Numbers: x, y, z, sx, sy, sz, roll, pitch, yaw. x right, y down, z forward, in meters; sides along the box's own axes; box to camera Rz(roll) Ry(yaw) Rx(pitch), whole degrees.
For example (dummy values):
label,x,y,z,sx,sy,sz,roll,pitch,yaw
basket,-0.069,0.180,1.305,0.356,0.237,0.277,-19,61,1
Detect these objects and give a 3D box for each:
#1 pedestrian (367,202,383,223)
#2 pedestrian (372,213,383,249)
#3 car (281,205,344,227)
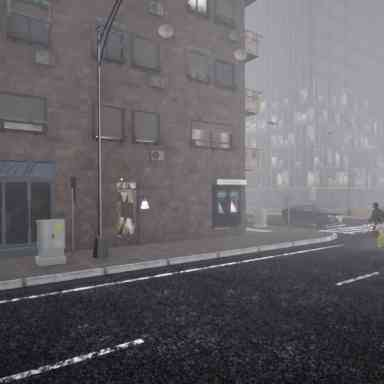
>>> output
label,x,y,z,sx,sy,sz,roll,pitch,yaw
pedestrian,7.447,1.293,13.360,0.375,1.860,0.375,-1,0,-36
pedestrian,7.222,1.573,12.604,0.375,1.300,0.375,-1,0,-36
car,9.020,1.722,25.320,2.128,1.511,4.902,-1,-1,-33
